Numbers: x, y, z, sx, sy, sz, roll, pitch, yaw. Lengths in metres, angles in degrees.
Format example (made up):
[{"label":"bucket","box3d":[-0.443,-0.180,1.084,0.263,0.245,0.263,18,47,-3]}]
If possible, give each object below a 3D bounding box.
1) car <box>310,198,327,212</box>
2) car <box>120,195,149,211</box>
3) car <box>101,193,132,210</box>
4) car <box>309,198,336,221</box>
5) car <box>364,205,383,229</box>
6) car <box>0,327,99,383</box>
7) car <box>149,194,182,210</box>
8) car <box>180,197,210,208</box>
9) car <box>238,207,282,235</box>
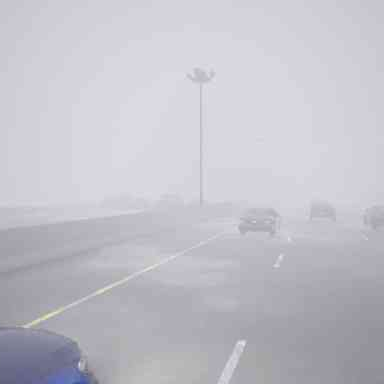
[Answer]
[{"label":"car","box3d":[15.405,1.503,40.567,1.837,1.490,4.892,0,0,20]},{"label":"car","box3d":[-6.631,1.503,41.825,1.837,1.490,4.892,0,0,20]},{"label":"car","box3d":[-9.649,1.218,43.771,2.150,2.045,5.566,0,0,20]},{"label":"car","box3d":[10.771,1.476,27.576,1.882,1.535,5.008,0,0,20]},{"label":"car","box3d":[12.135,1.525,20.983,1.812,1.442,4.674,0,0,20]},{"label":"car","box3d":[-2.335,1.525,1.363,1.812,1.442,4.674,0,0,20]},{"label":"car","box3d":[-2.845,1.219,42.005,2.150,2.045,5.566,0,0,20]},{"label":"car","box3d":[0.770,1.545,41.705,2.033,1.411,5.357,0,0,20]},{"label":"car","box3d":[3.947,1.546,18.861,2.033,1.411,5.357,0,0,20]}]
